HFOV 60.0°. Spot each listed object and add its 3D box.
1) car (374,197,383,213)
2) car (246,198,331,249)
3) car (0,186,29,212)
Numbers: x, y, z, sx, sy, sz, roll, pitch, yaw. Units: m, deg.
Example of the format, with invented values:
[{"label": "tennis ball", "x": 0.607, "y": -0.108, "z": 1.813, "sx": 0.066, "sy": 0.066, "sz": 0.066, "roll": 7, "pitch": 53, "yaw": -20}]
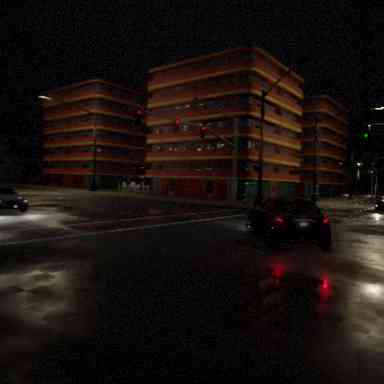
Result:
[{"label": "car", "x": 18.002, "y": 1.156, "z": 30.282, "sx": 2.033, "sy": 1.411, "sz": 5.357, "roll": 3, "pitch": 2, "yaw": 37}, {"label": "car", "x": 3.592, "y": 1.003, "z": 13.037, "sx": 2.097, "sy": 1.767, "sz": 4.553, "roll": 2, "pitch": 2, "yaw": -2}, {"label": "car", "x": -11.522, "y": 0.375, "z": 19.771, "sx": 4.674, "sy": 1.442, "sz": 1.812, "roll": 4, "pitch": 3, "yaw": 38}]
